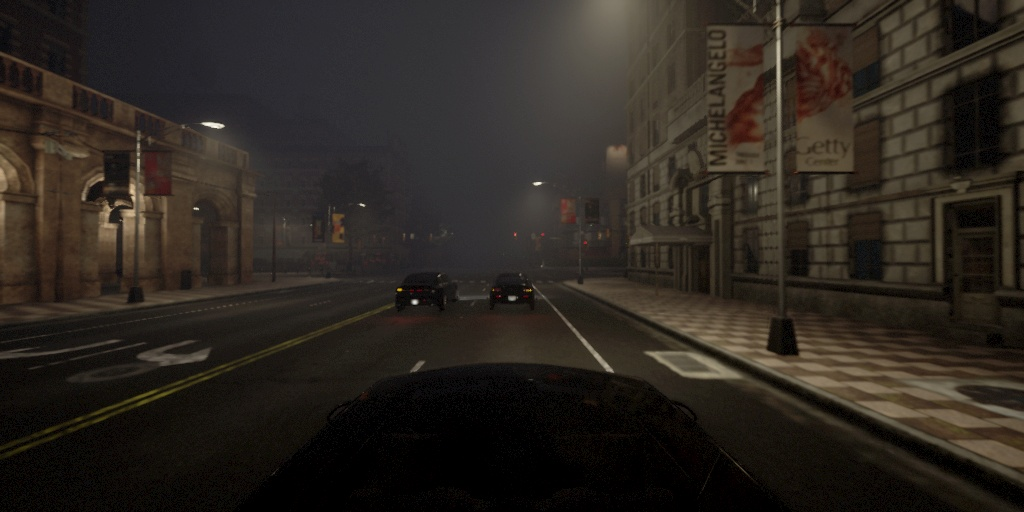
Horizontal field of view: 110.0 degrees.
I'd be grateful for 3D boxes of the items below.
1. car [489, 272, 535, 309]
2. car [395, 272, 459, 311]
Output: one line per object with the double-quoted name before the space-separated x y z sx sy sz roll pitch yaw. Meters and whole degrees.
"car" 0.007 1.432 15.730 1.812 1.442 4.674 0 0 0
"car" -3.493 1.410 15.328 1.837 1.490 4.892 0 0 0
